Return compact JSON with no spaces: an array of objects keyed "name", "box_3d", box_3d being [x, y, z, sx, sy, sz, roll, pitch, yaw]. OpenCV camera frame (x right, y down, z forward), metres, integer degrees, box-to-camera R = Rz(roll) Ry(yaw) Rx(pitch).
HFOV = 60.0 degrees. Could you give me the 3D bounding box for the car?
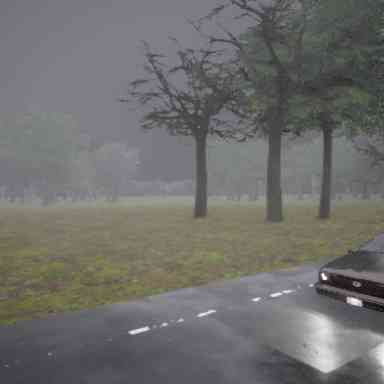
[{"name":"car","box_3d":[5.062,1.575,7.481,5.357,1.411,2.033,0,0,-36]}]
